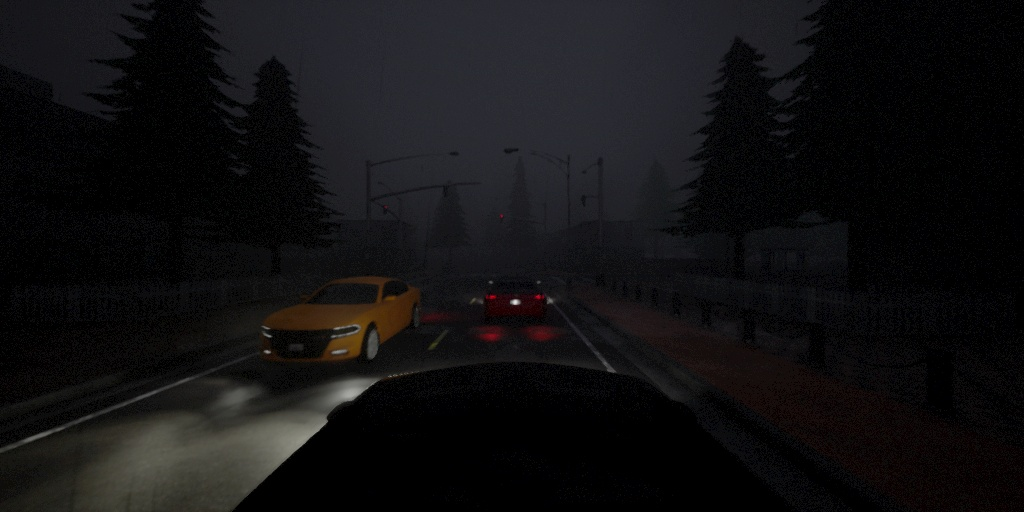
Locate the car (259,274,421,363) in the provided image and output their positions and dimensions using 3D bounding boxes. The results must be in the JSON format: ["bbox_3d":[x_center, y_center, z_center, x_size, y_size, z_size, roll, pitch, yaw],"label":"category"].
[{"bbox_3d":[-3.550,1.234,8.408,1.882,1.535,5.008,0,0,0],"label":"car"}]

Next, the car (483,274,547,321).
[{"bbox_3d":[0.099,1.324,12.475,1.994,1.385,4.181,0,0,0],"label":"car"}]
